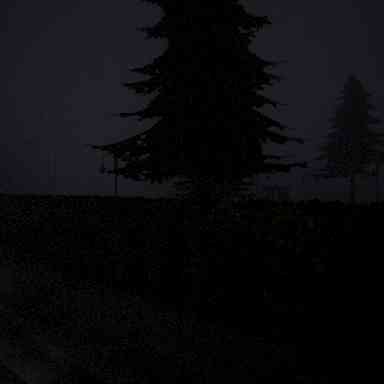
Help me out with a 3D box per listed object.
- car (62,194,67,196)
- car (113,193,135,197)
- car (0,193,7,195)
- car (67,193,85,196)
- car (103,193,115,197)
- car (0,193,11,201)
[{"bbox_3d":[-31.927,1.214,85.953,3.806,1.475,1.970,0,0,-45],"label":"car"},{"bbox_3d":[-10.326,1.374,54.287,3.806,1.475,1.970,0,0,-45],"label":"car"},{"bbox_3d":[-23.730,1.320,41.297,5.027,1.636,2.152,0,0,-45],"label":"car"},{"bbox_3d":[-27.195,1.137,81.607,5.027,1.636,2.152,0,0,-45],"label":"car"},{"bbox_3d":[-15.886,1.084,70.708,4.605,1.855,1.932,0,0,-45],"label":"car"},{"bbox_3d":[-41.785,1.079,71.648,4.605,1.855,1.932,0,0,-45],"label":"car"}]
